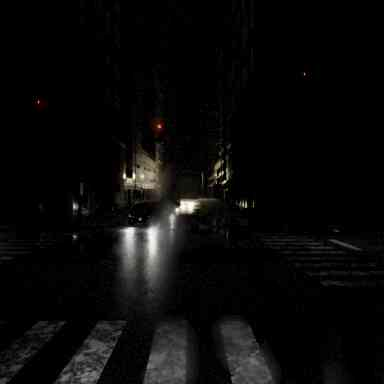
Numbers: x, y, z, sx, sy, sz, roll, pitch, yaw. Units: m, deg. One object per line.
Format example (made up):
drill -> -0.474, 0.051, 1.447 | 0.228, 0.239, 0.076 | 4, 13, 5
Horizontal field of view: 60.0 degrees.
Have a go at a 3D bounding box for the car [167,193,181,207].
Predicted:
car -> -2.863, 1.197, 49.475 | 2.150, 2.045, 5.566 | 0, 0, 0

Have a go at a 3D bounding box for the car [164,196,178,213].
car -> -2.856, 1.512, 36.478 | 1.812, 1.442, 4.674 | 0, 0, 0

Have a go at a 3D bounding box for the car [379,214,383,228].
car -> 12.342, 1.282, 16.851 | 5.009, 1.841, 2.192 | 0, 0, 0

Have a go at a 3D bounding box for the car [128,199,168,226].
car -> -3.133, 1.499, 23.547 | 1.837, 1.490, 4.892 | 0, 0, 4
